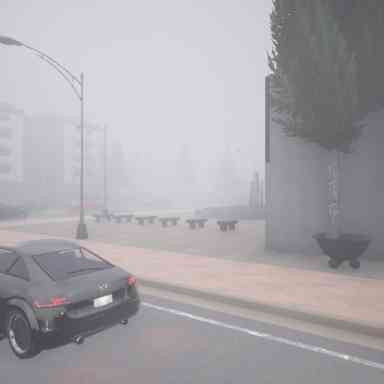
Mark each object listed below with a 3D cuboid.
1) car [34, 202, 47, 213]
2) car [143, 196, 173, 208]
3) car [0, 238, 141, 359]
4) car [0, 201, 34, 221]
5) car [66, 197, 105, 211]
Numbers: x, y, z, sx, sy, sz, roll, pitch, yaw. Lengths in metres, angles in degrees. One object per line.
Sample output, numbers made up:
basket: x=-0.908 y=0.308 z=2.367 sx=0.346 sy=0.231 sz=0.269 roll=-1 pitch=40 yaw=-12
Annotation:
car: x=-17.651 y=1.601 z=34.352 sx=1.895 sy=1.301 sz=4.718 roll=0 pitch=0 yaw=33
car: x=-5.051 y=1.352 z=49.309 sx=4.553 sy=1.767 sz=2.097 roll=0 pitch=0 yaw=-38
car: x=-2.929 y=1.564 z=6.047 sx=4.181 sy=1.385 sz=1.994 roll=0 pitch=0 yaw=36
car: x=-14.934 y=1.525 z=25.346 sx=1.812 sy=1.442 sz=4.674 roll=0 pitch=0 yaw=33
car: x=-13.090 y=1.352 z=40.855 sx=2.097 sy=1.767 sz=4.553 roll=0 pitch=0 yaw=38
